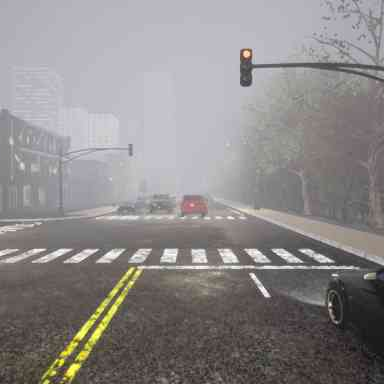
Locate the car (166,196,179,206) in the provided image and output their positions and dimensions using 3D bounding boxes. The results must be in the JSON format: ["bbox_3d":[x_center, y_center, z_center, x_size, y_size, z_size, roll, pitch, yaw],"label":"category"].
[{"bbox_3d":[-3.306,1.457,56.517,1.882,1.535,5.008,0,0,0],"label":"car"}]

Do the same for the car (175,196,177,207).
[{"bbox_3d":[-3.314,1.509,46.273,1.812,1.442,4.674,0,0,0],"label":"car"}]

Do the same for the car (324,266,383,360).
[{"bbox_3d":[3.351,1.563,4.272,1.994,1.385,4.181,0,0,0],"label":"car"}]

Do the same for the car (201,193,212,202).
[{"bbox_3d":[3.289,1.193,76.891,2.150,2.045,5.566,0,0,0],"label":"car"}]

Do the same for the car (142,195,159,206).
[{"bbox_3d":[-6.562,1.333,53.131,2.097,1.767,4.553,0,0,0],"label":"car"}]

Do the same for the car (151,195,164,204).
[{"bbox_3d":[-6.522,1.453,63.575,1.882,1.535,5.008,0,0,1],"label":"car"}]

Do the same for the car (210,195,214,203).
[{"bbox_3d":[3.384,1.575,66.911,1.895,1.301,4.718,0,0,0],"label":"car"}]

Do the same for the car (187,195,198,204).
[{"bbox_3d":[0.031,1.466,66.475,2.128,1.511,4.902,0,0,0],"label":"car"}]

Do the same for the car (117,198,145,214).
[{"bbox_3d":[-6.589,1.590,35.331,1.895,1.301,4.718,0,0,1],"label":"car"}]

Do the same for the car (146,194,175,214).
[{"bbox_3d":[-3.322,1.210,36.283,2.150,2.045,5.566,0,0,0],"label":"car"}]

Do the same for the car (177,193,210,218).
[{"bbox_3d":[0.216,1.213,30.590,2.150,2.045,5.566,1,0,5],"label":"car"}]

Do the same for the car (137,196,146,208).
[{"bbox_3d":[-6.567,1.337,44.242,2.097,1.767,4.553,0,0,0],"label":"car"}]
